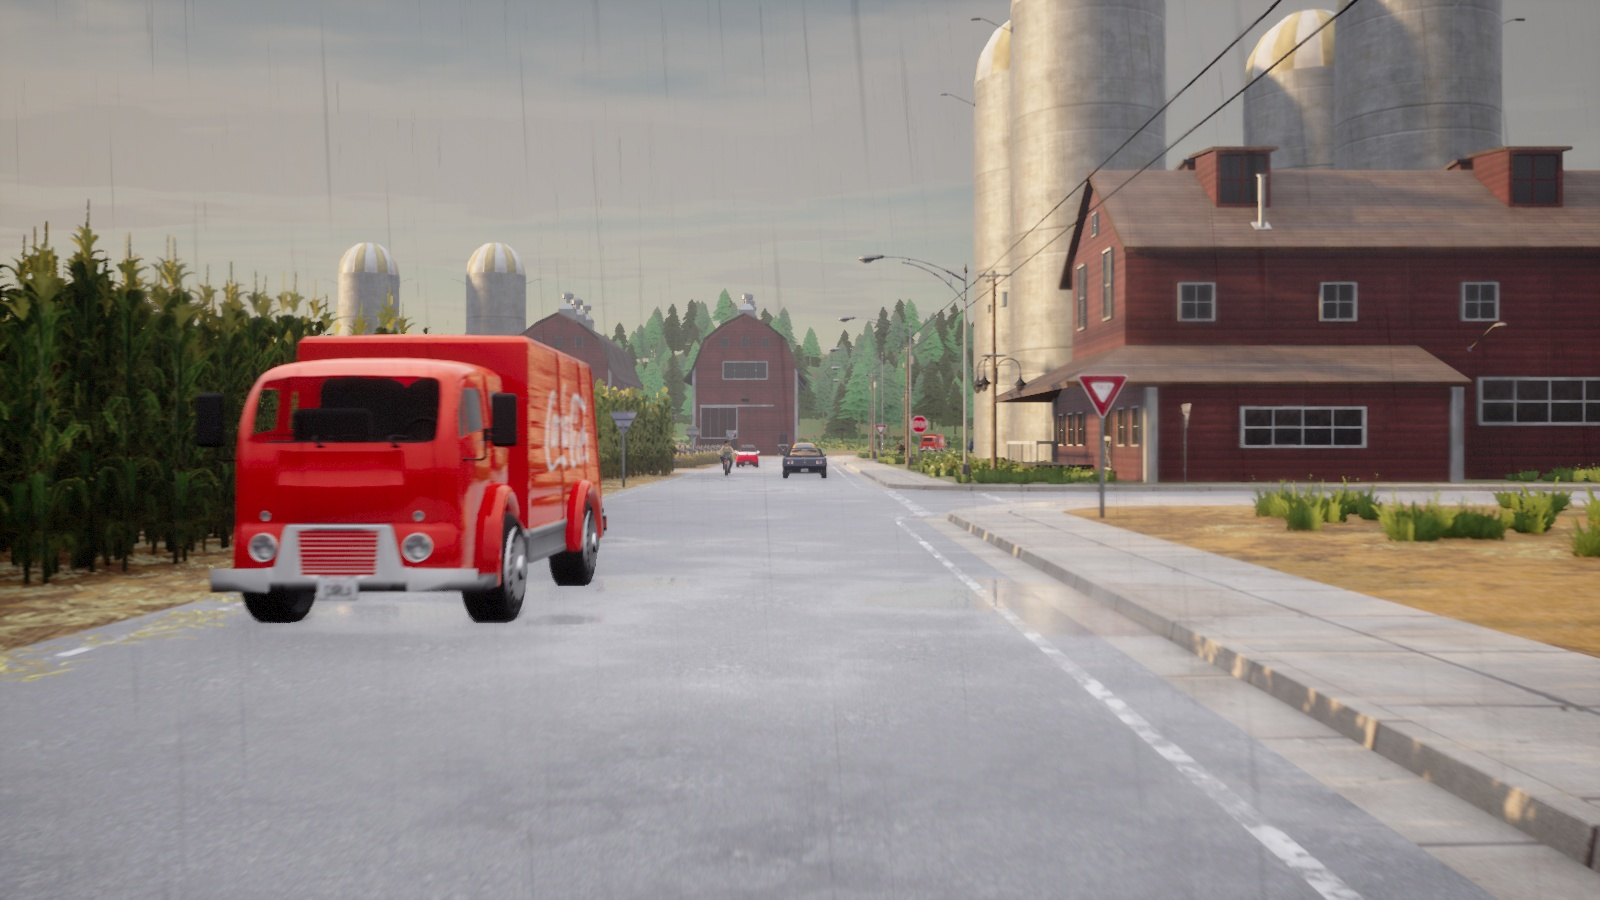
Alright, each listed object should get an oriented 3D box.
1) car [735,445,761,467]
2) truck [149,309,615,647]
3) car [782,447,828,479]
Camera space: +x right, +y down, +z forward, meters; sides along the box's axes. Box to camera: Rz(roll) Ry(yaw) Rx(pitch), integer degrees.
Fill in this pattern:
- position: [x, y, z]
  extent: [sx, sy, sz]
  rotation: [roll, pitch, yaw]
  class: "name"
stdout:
- position: [-3.201, 0.359, 77.506]
  extent: [1.481, 1.376, 2.207]
  rotation: [0, 1, 0]
  class: "car"
- position: [-3.440, 0.189, 11.795]
  extent: [2.627, 2.467, 5.204]
  rotation: [0, 0, 0]
  class: "truck"
- position: [0.214, 0.539, 54.106]
  extent: [1.895, 1.301, 4.718]
  rotation: [0, 0, 0]
  class: "car"
